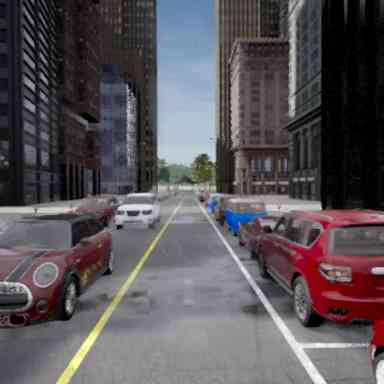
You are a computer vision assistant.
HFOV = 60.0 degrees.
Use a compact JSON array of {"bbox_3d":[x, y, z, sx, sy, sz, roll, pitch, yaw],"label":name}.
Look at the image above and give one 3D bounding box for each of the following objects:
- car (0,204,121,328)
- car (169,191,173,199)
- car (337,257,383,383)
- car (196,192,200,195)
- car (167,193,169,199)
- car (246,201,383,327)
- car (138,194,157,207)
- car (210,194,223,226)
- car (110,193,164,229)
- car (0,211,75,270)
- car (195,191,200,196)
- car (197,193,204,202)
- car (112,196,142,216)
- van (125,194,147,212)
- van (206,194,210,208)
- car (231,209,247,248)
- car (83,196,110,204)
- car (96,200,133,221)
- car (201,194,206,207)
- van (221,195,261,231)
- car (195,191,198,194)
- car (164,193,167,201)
[{"bbox_3d":[-3.138,1.314,7.204,2.097,1.767,4.553,0,0,0],"label":"car"},{"bbox_3d":[-6.303,1.016,78.152,2.008,1.369,4.403,-1,0,0],"label":"car"},{"bbox_3d":[2.754,1.521,1.781,1.887,1.381,4.507,-1,0,0],"label":"car"},{"bbox_3d":[2.329,1.124,62.778,1.947,1.339,4.313,-1,0,0],"label":"car"},{"bbox_3d":[-6.228,1.135,67.397,1.802,1.307,4.206,-1,0,0],"label":"car"},{"bbox_3d":[2.721,1.258,6.867,2.192,1.841,5.009,-1,0,0],"label":"car"},{"bbox_3d":[-6.081,1.151,45.885,1.967,1.590,4.097,-1,0,0],"label":"car"},{"bbox_3d":[2.632,1.158,22.129,2.192,1.841,5.009,-1,0,0],"label":"car"},{"bbox_3d":[-3.219,1.091,20.859,2.150,2.045,5.566,0,1,0],"label":"car"},{"bbox_3d":[-5.841,1.494,11.505,2.008,1.369,4.403,-1,0,0],"label":"car"},{"bbox_3d":[2.293,1.069,67.980,2.008,1.369,4.403,-1,0,0],"label":"car"},{"bbox_3d":[2.365,1.164,57.575,1.947,1.339,4.313,-1,0,0],"label":"car"},{"bbox_3d":[-5.978,1.253,31.048,1.967,1.590,4.097,-1,0,0],"label":"car"},{"bbox_3d":[-6.014,1.120,35.934,1.690,1.788,3.998,-1,0,0],"label":"van"},{"bbox_3d":[2.574,1.115,32.304,1.690,1.788,3.998,-1,0,0],"label":"van"},{"bbox_3d":[2.696,1.492,11.956,1.802,1.307,4.206,-1,0,0],"label":"car"},{"bbox_3d":[-5.913,1.193,21.276,2.192,1.841,5.009,-1,0,0],"label":"car"},{"bbox_3d":[-5.943,1.390,26.163,1.887,1.381,4.507,-1,0,0],"label":"car"},{"bbox_3d":[2.473,1.290,41.968,1.802,1.307,4.206,-1,0,0],"label":"car"},{"bbox_3d":[2.662,1.218,17.042,1.690,1.788,3.998,-1,0,0],"label":"van"},{"bbox_3d":[2.220,0.957,78.555,1.752,1.417,4.829,-1,1,0],"label":"car"},{"bbox_3d":[-6.192,1.139,62.020,1.887,1.381,4.507,-1,0,0],"label":"car"}]
